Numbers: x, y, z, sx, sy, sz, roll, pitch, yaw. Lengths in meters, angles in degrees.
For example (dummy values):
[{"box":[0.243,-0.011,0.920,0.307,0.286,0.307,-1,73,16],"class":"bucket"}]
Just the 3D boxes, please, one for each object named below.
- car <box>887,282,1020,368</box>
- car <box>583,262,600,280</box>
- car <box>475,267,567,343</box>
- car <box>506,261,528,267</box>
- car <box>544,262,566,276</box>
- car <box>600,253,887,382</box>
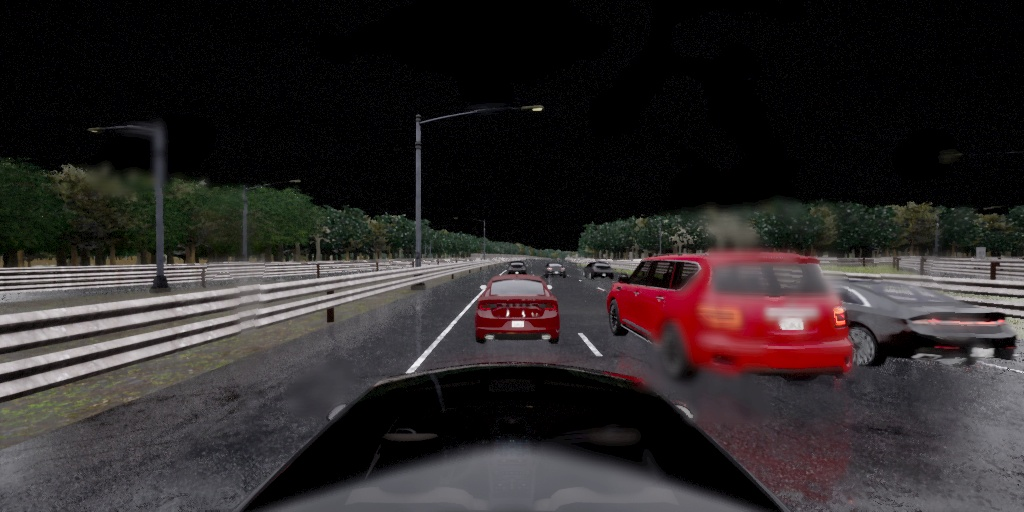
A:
[{"box":[7.115,1.243,7.838,2.128,1.511,4.902,0,0,0],"class":"car"},{"box":[7.432,1.258,31.156,1.837,1.490,4.892,0,0,1],"class":"car"},{"box":[0.120,1.227,9.720,1.882,1.535,5.008,0,0,0],"class":"car"},{"box":[0.515,1.257,34.688,1.837,1.490,4.892,0,0,1],"class":"car"},{"box":[3.993,1.279,33.897,1.812,1.442,4.674,0,0,2],"class":"car"},{"box":[3.608,0.971,7.282,2.150,2.045,5.566,0,0,0],"class":"car"}]
